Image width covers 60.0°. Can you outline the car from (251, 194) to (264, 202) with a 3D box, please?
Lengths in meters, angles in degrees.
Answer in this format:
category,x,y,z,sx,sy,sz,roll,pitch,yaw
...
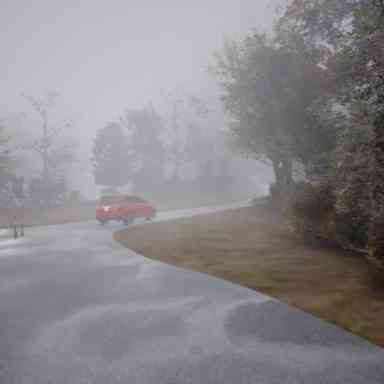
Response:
category,x,y,z,sx,sy,sz,roll,pitch,yaw
car,12.018,1.063,59.195,1.895,1.301,4.718,-2,1,23

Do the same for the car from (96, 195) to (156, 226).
category,x,y,z,sx,sy,sz,roll,pitch,yaw
car,-4.644,1.221,24.044,2.150,2.045,5.566,-2,0,20
